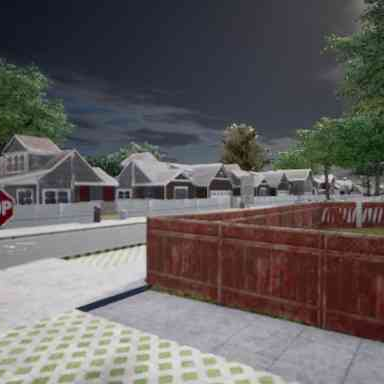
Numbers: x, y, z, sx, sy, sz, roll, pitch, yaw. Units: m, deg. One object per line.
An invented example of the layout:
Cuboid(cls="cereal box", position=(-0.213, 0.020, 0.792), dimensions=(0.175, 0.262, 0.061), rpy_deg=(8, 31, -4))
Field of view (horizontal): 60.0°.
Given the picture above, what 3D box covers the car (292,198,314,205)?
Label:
Cuboid(cls="car", position=(15.366, 1.476, 45.885), dimensions=(1.994, 1.385, 4.181), rpy_deg=(0, 0, 36))
